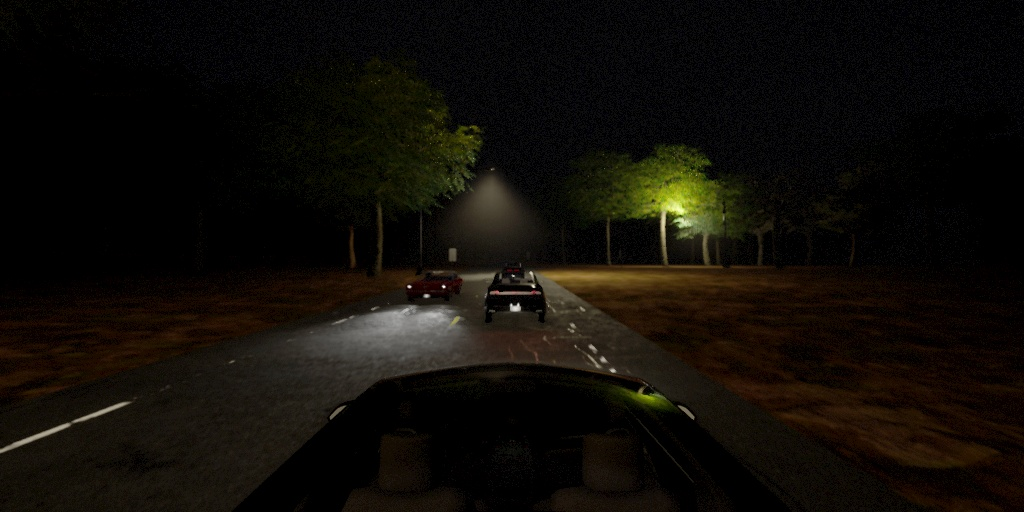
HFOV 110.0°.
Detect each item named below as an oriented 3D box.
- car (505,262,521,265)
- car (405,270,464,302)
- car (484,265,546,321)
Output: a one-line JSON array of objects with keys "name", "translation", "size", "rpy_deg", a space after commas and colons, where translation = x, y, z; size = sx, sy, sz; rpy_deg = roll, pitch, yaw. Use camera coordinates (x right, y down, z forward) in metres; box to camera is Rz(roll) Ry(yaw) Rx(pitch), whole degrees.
[{"name": "car", "translation": [0.095, 1.281, 30.188], "size": [1.837, 1.490, 4.892], "rpy_deg": [0, 0, 0]}, {"name": "car", "translation": [-3.543, 1.363, 17.101], "size": [1.895, 1.301, 4.718], "rpy_deg": [0, 0, 0]}, {"name": "car", "translation": [0.097, 1.249, 12.383], "size": [2.128, 1.511, 4.902], "rpy_deg": [0, 0, 0]}]
